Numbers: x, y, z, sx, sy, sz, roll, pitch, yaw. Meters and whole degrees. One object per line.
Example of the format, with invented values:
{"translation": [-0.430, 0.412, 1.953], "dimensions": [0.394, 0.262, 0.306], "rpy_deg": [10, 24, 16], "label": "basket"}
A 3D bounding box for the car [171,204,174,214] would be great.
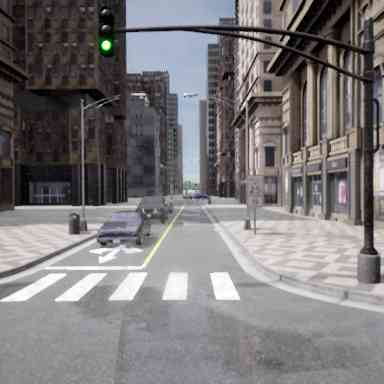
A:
{"translation": [-3.060, 1.668, 36.789], "dimensions": [1.812, 1.442, 4.674], "rpy_deg": [0, 0, 0], "label": "car"}

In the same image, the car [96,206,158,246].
{"translation": [-3.096, 1.636, 16.238], "dimensions": [2.033, 1.411, 5.357], "rpy_deg": [0, 0, 0], "label": "car"}

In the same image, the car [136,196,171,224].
{"translation": [-3.085, 1.337, 26.457], "dimensions": [2.150, 2.045, 5.566], "rpy_deg": [0, 0, 0], "label": "car"}
